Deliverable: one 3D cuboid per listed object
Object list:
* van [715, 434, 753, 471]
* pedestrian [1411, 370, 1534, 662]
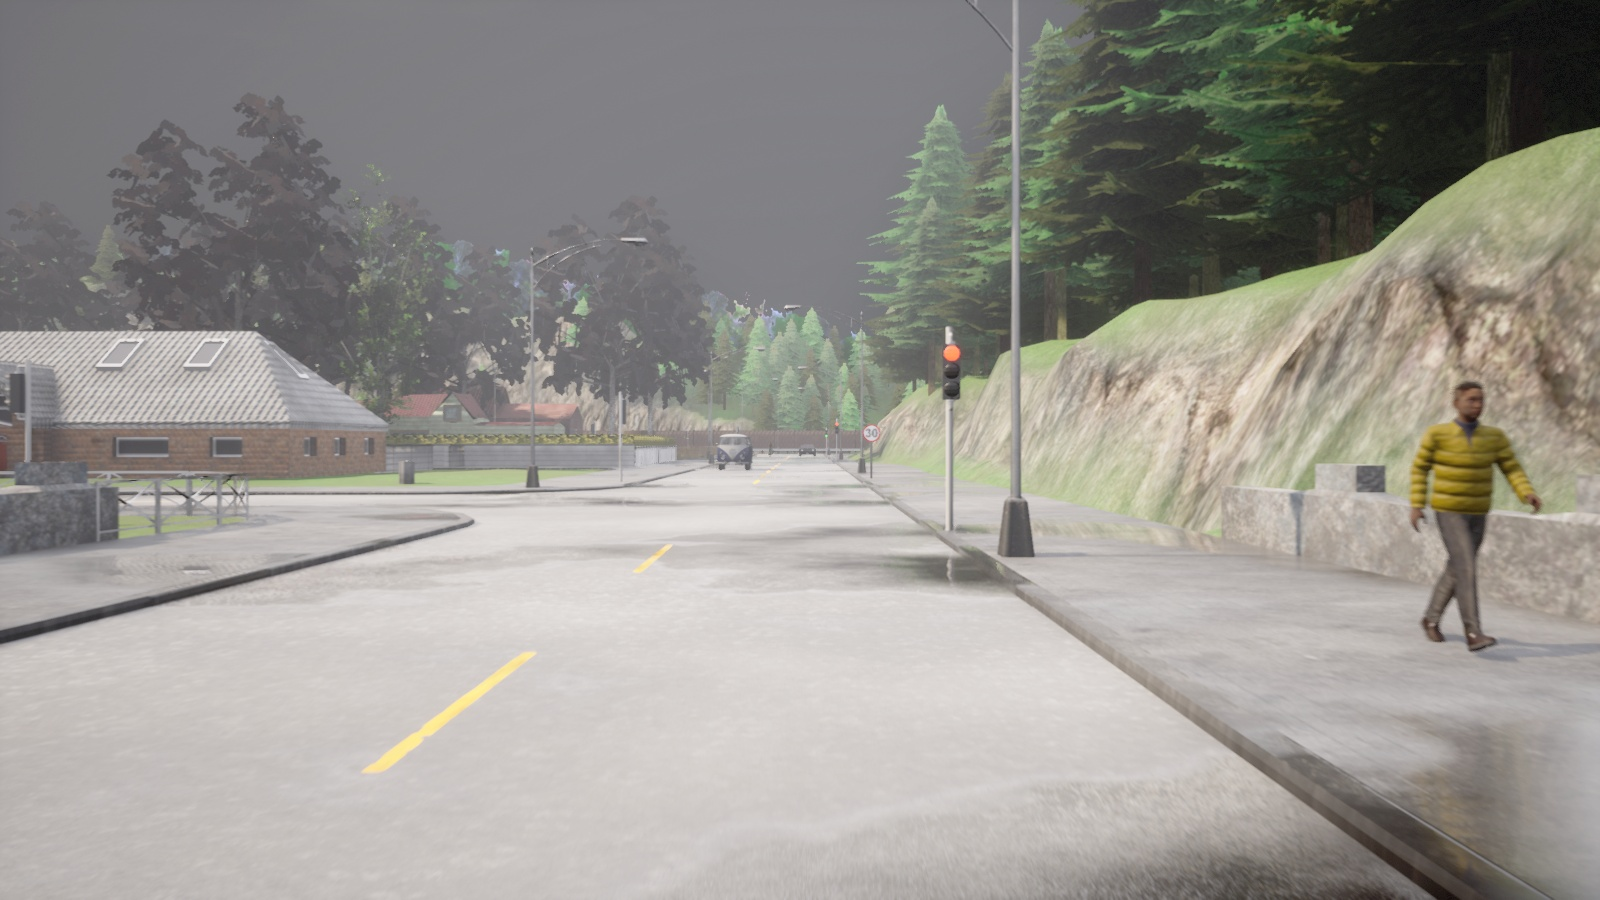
[{"bbox_3d":[-3.584,0.108,68.845,1.775,1.987,4.442,0,0,0],"label":"van"},{"bbox_3d":[4.414,0.413,8.269,0.431,1.840,0.709,0,0,1],"label":"pedestrian"}]
